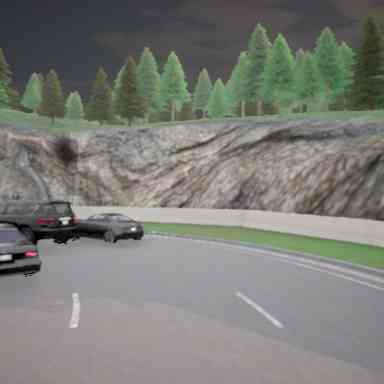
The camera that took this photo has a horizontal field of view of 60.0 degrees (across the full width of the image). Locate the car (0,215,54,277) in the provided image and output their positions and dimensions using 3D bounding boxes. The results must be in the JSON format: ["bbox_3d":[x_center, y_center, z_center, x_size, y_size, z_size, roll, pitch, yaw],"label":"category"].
[{"bbox_3d":[-6.127,1.664,10.001,2.033,1.411,5.357,1,-1,-39],"label":"car"}]

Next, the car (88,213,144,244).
[{"bbox_3d":[-4.467,1.762,17.029,4.181,1.385,1.994,0,-1,34],"label":"car"}]

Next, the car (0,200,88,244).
[{"bbox_3d":[-7.857,1.400,15.306,5.566,2.045,2.150,0,-2,24],"label":"car"}]
